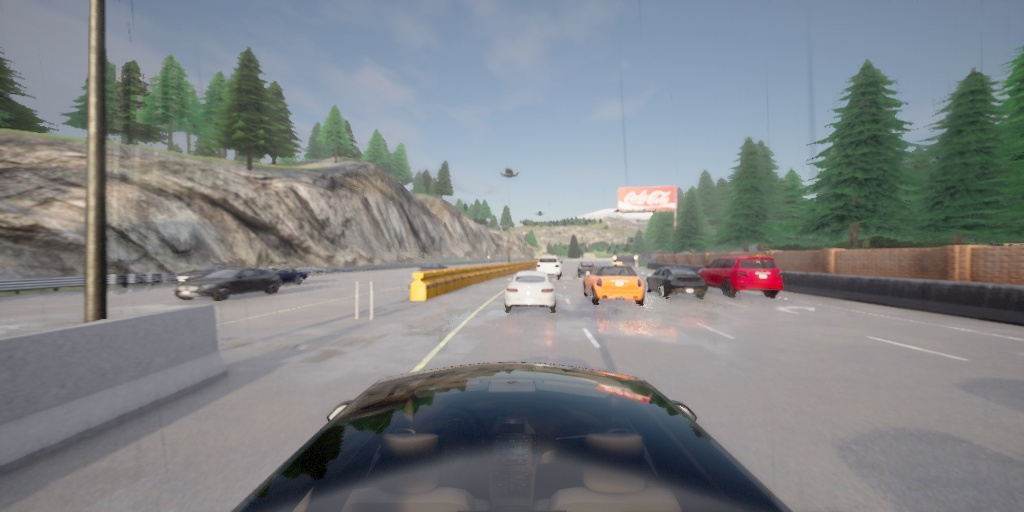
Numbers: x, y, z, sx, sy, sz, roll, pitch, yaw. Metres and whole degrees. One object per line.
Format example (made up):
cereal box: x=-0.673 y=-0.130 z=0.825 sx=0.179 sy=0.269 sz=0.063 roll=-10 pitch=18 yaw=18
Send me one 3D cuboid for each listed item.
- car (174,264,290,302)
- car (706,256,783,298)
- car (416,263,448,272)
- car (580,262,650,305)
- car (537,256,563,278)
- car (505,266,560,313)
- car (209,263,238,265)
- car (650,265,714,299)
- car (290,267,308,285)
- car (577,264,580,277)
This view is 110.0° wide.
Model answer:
car: x=-13.235 y=1.269 z=17.127 sx=1.812 sy=1.442 sz=4.674 roll=0 pitch=0 yaw=6
car: x=11.815 y=1.040 z=19.046 sx=2.150 sy=2.045 sz=5.566 roll=0 pitch=0 yaw=7
car: x=-7.366 y=1.358 z=33.538 sx=1.994 sy=1.385 sz=4.181 roll=0 pitch=0 yaw=10
car: x=4.510 y=1.145 z=16.478 sx=2.097 sy=1.767 sz=4.553 roll=0 pitch=0 yaw=6
car: x=3.563 y=1.047 z=33.861 sx=2.150 sy=2.045 sz=5.566 roll=0 pitch=0 yaw=10
car: x=0.772 y=1.303 z=14.151 sx=1.812 sy=1.442 sz=4.674 roll=0 pitch=0 yaw=5
car: x=-19.469 y=1.232 z=23.929 sx=2.128 sy=1.511 sz=4.902 roll=0 pitch=0 yaw=8
car: x=8.250 y=1.312 z=18.457 sx=1.837 sy=1.490 sz=4.892 roll=0 pitch=0 yaw=7
car: x=-15.968 y=1.351 z=23.832 sx=1.895 sy=1.301 sz=4.718 roll=0 pitch=0 yaw=8
car: x=7.572 y=1.333 z=36.448 sx=2.128 sy=1.511 sz=4.902 roll=0 pitch=0 yaw=10
